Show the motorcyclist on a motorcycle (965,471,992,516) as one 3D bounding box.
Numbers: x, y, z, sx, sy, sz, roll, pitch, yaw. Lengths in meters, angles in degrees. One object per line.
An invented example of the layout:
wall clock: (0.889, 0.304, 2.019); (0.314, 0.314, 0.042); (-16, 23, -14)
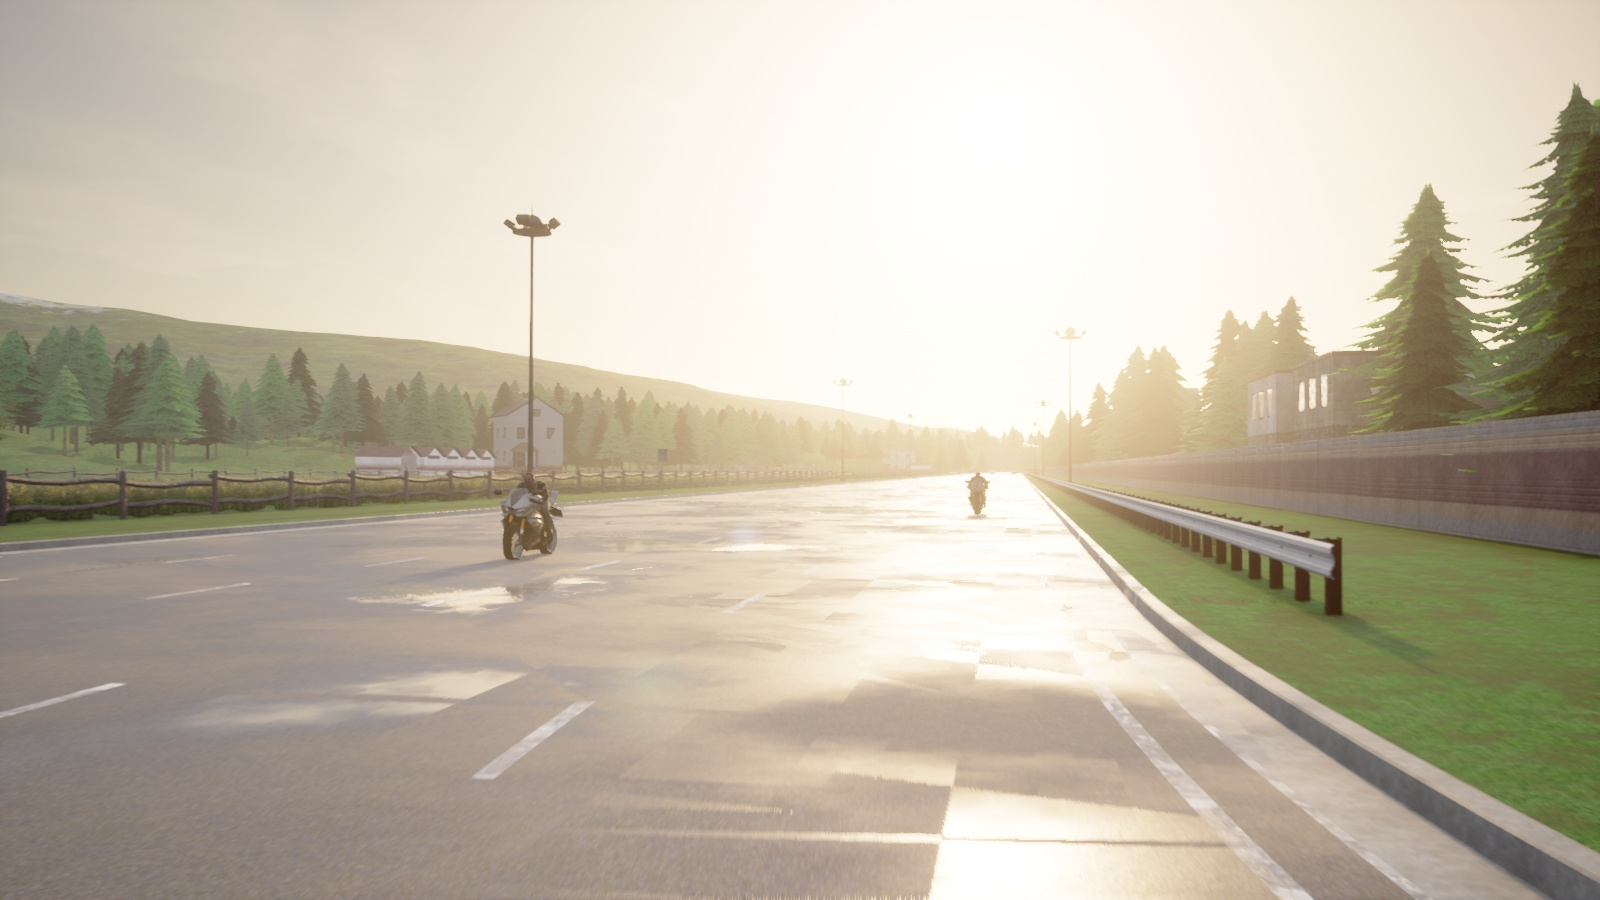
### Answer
motorcyclist on a motorcycle: (6.245, 1.497, 43.937); (0.866, 1.530, 2.191); (0, -1, 10)

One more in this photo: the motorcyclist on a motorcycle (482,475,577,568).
motorcyclist on a motorcycle: (-4.692, 1.202, 21.952); (0.866, 1.530, 2.191); (0, -1, 10)
